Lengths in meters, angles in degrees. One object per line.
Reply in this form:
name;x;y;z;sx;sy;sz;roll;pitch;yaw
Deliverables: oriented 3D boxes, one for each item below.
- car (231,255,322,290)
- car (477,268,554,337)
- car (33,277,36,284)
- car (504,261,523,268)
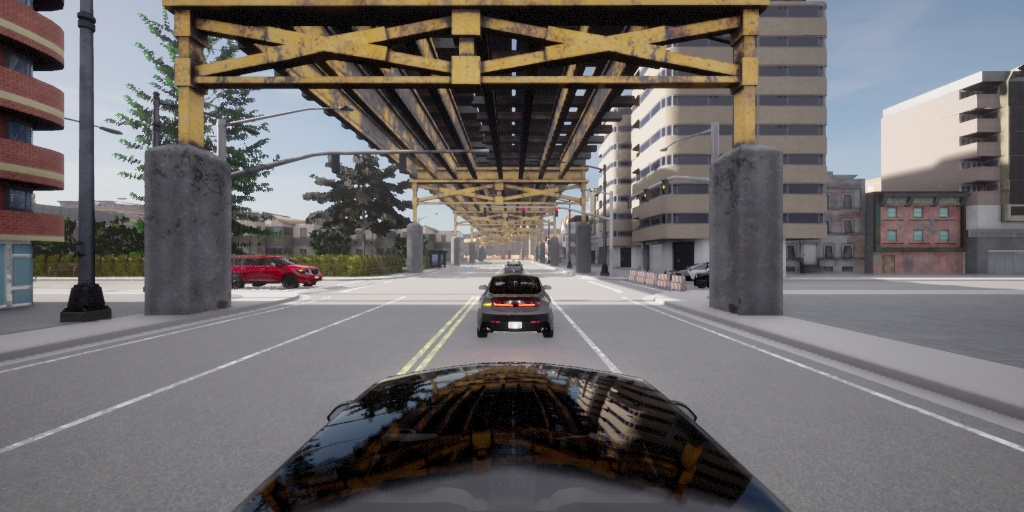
car;-14.879;0.973;22.273;5.566;2.045;2.150;0;0;1
car;0.089;1.255;10.211;1.837;1.490;4.892;0;0;0
car;-33.056;1.255;22.413;4.892;1.490;1.837;0;0;0
car;0.161;1.241;37.646;2.128;1.511;4.902;0;0;0
